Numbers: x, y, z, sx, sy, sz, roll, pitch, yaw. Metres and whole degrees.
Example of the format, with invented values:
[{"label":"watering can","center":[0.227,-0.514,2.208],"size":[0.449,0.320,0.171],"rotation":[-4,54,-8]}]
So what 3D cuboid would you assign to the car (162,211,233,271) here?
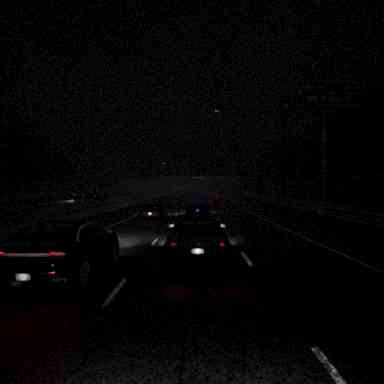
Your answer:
[{"label":"car","center":[0.173,1.534,10.850],"size":[1.994,1.385,4.181],"rotation":[0,0,1]}]

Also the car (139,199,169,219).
[{"label":"car","center":[-3.051,1.309,26.959],"size":[1.837,1.490,4.892],"rotation":[0,1,1]}]

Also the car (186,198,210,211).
[{"label":"car","center":[0.491,1.258,28.596],"size":[1.882,1.535,5.008],"rotation":[0,1,1]}]

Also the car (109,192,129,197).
[{"label":"car","center":[-12.507,0.705,58.882],"size":[2.033,1.411,5.357],"rotation":[0,2,4]}]

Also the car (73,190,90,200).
[{"label":"car","center":[-19.494,0.500,59.342],"size":[2.097,1.767,4.553],"rotation":[0,2,3]}]

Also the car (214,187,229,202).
[{"label":"car","center":[4.745,0.599,53.182],"size":[2.097,1.767,4.553],"rotation":[0,2,3]}]

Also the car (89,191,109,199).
[{"label":"car","center":[-16.003,0.658,59.070],"size":[1.837,1.490,4.892],"rotation":[0,2,3]}]

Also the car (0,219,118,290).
[{"label":"car","center":[-3.343,1.470,9.044],"size":[2.128,1.511,4.902],"rotation":[0,0,0]}]
